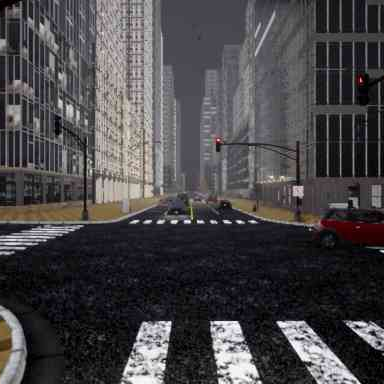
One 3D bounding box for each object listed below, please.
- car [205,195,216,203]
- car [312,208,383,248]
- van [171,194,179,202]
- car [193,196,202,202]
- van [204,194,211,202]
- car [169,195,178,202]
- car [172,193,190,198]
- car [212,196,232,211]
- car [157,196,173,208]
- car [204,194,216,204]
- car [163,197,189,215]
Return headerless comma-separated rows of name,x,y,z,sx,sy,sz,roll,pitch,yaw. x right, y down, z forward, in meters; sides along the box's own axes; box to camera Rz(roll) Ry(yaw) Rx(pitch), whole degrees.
car,3.780,1.455,69.418,1.967,1.590,4.097,0,0,0
car,7.582,1.517,14.285,4.553,1.767,2.097,1,0,22
van,-4.143,1.348,80.441,1.690,1.788,3.998,0,0,0
car,1.213,1.553,72.894,2.033,1.411,5.357,0,0,0
van,3.737,1.347,80.472,1.690,1.788,3.998,0,0,0
car,-4.122,1.451,74.914,1.967,1.590,4.097,0,0,0
car,-1.563,1.249,54.153,2.150,2.045,5.566,0,0,0
car,3.938,1.593,41.780,1.947,1.339,4.313,0,0,0
car,-4.013,1.608,47.276,1.802,1.307,4.206,0,0,0
car,3.802,1.334,63.889,2.192,1.841,5.009,0,0,0
car,-1.497,1.575,34.312,2.033,1.411,5.357,0,0,0
